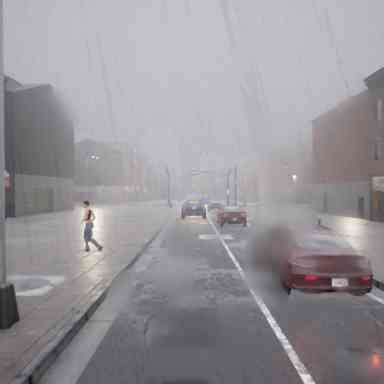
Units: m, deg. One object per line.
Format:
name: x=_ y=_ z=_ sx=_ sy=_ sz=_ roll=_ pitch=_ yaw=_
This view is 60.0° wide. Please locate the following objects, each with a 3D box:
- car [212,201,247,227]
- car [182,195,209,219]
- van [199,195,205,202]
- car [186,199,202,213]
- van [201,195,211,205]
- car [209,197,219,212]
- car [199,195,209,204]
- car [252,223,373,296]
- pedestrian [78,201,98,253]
car: x=2.675 y=1.570 z=22.991 sx=1.887 sy=1.381 sz=4.507 roll=-1 pitch=0 yaw=0
car: x=0.160 y=1.399 z=29.799 sx=2.097 sy=1.767 sz=4.553 roll=0 pitch=0 yaw=0
van: x=2.809 y=1.875 z=93.279 sx=1.690 sy=1.788 sz=3.998 roll=-1 pitch=-1 yaw=0
car: x=0.211 y=1.613 z=39.618 sx=1.812 sy=1.442 sz=4.674 roll=0 pitch=0 yaw=1
van: x=2.757 y=1.610 z=66.827 sx=1.690 sy=1.788 sz=3.998 roll=-1 pitch=-1 yaw=0
car: x=2.708 y=1.640 z=39.868 sx=2.008 sy=1.369 sz=4.403 roll=-1 pitch=0 yaw=0
car: x=2.777 y=1.678 z=77.409 sx=2.192 sy=1.841 sz=5.009 roll=-1 pitch=-1 yaw=0
car: x=2.768 y=1.529 z=8.519 sx=1.812 sy=1.442 sz=4.674 roll=0 pitch=0 yaw=0
pedestrian: x=-3.560 y=1.147 z=11.360 sx=0.375 sy=1.860 sz=0.375 roll=-1 pitch=1 yaw=0
